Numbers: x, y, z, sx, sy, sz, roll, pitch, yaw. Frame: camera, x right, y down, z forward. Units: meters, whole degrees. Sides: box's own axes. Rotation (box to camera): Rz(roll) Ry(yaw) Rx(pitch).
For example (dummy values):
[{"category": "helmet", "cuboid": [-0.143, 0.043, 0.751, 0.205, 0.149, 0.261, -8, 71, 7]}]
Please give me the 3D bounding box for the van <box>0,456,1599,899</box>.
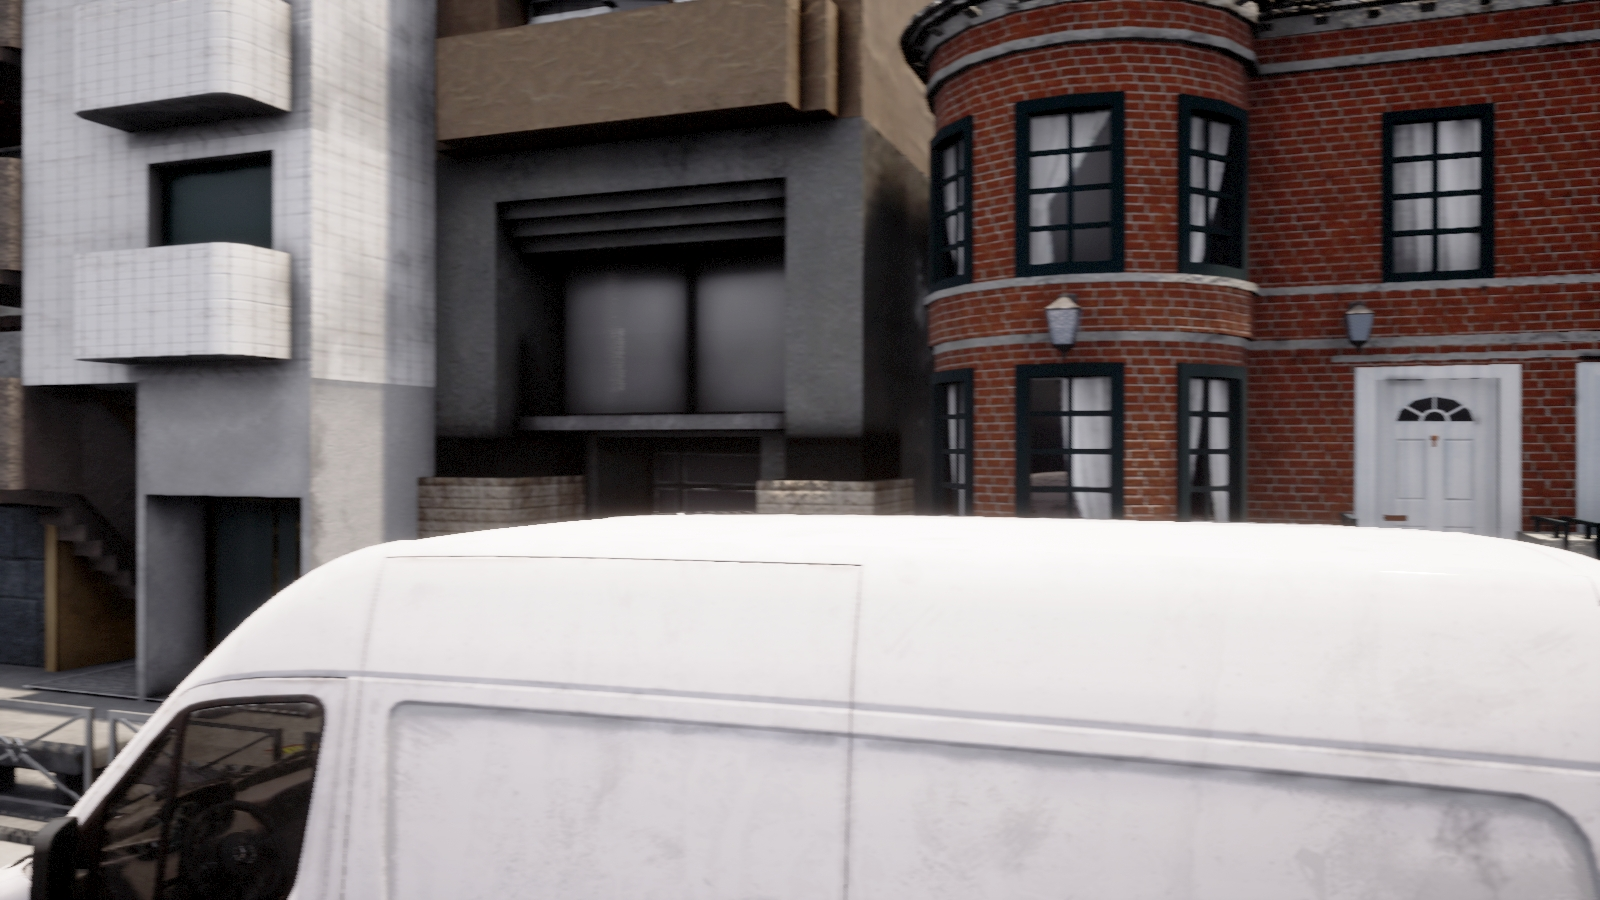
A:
[{"category": "van", "cuboid": [-0.490, 1.312, 4.009, 5.915, 2.561, 1.988, 0, 0, 20]}]
